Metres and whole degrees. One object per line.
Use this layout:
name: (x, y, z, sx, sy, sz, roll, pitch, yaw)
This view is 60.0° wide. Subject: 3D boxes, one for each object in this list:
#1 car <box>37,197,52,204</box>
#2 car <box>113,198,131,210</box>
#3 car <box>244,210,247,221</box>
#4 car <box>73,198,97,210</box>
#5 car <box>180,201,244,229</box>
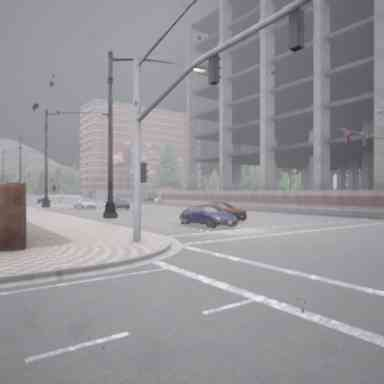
car: (-28.279, 1.624, 63.718, 1.895, 1.301, 4.718, 0, 0, -35)
car: (-9.616, 1.546, 43.038, 1.837, 1.490, 4.892, 0, 0, -35)
car: (2.191, 1.519, 26.213, 1.882, 1.535, 5.008, 0, 0, -35)
car: (-13.852, 1.570, 43.146, 1.812, 1.442, 4.674, 0, 0, -35)
car: (0.969, 1.572, 22.088, 1.812, 1.442, 4.674, 0, 0, -36)
